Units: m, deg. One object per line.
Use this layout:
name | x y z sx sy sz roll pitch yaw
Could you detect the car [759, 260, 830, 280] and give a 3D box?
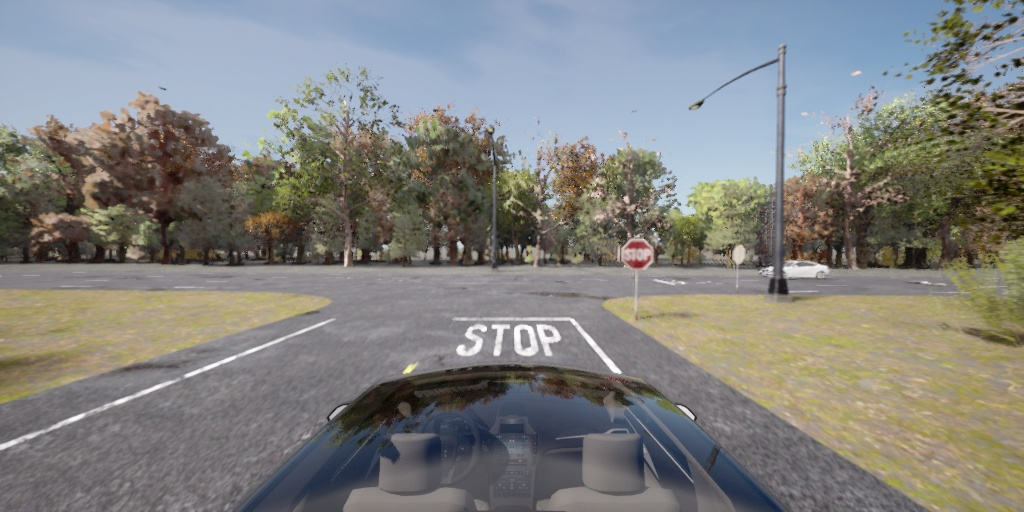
car | 21.351 1.061 27.168 4.674 1.442 1.812 -1 1 1
